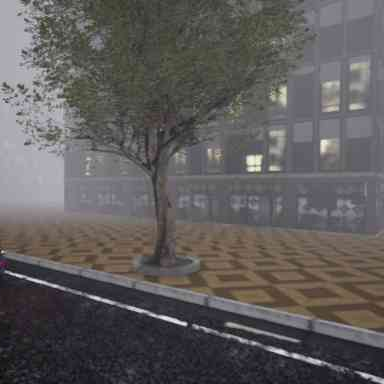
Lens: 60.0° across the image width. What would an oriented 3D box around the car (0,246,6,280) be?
[{"bbox_3d":[-6.374,1.492,8.220,4.674,1.442,1.812,0,0,35],"label":"car"}]
